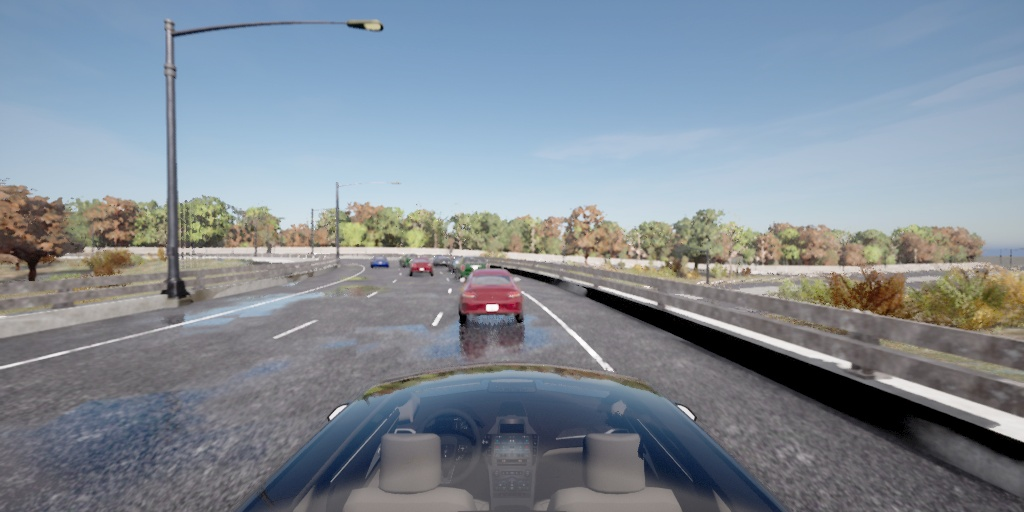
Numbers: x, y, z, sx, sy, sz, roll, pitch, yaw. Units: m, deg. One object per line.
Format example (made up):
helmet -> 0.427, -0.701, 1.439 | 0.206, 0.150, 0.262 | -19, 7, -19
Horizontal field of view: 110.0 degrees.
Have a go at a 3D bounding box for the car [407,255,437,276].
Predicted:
car -> -7.506, 0.851, 29.670 | 1.812, 1.442, 4.674 | 0, 0, -15

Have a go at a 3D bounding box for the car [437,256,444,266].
car -> -8.792, 0.663, 44.087 | 1.994, 1.385, 4.181 | 0, 1, -22

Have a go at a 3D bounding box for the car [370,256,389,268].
car -> -15.761, 0.701, 42.669 | 1.994, 1.385, 4.181 | -1, 1, -23

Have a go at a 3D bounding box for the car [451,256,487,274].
car -> -2.752, 0.748, 24.519 | 2.097, 1.767, 4.553 | 0, 1, -13

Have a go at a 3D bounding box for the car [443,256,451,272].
car -> -4.734, 0.814, 32.884 | 2.033, 1.411, 5.357 | 0, 1, -17

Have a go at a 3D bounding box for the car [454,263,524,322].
car -> -0.698, 1.123, 11.445 | 1.812, 1.442, 4.674 | 0, 1, -5

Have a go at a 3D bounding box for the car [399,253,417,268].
car -> -12.579, 0.459, 44.008 | 2.097, 1.767, 4.553 | -1, 1, -23
